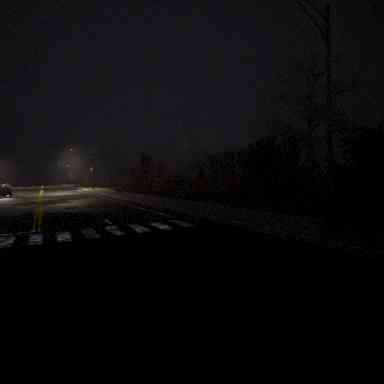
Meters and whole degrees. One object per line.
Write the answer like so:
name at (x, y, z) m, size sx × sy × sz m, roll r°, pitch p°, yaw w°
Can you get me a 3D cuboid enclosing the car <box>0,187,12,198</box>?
car at (-27.523, 0.062, 48.740) m, size 2.128 × 1.511 × 4.902 m, roll -4°, pitch 4°, yaw -24°
